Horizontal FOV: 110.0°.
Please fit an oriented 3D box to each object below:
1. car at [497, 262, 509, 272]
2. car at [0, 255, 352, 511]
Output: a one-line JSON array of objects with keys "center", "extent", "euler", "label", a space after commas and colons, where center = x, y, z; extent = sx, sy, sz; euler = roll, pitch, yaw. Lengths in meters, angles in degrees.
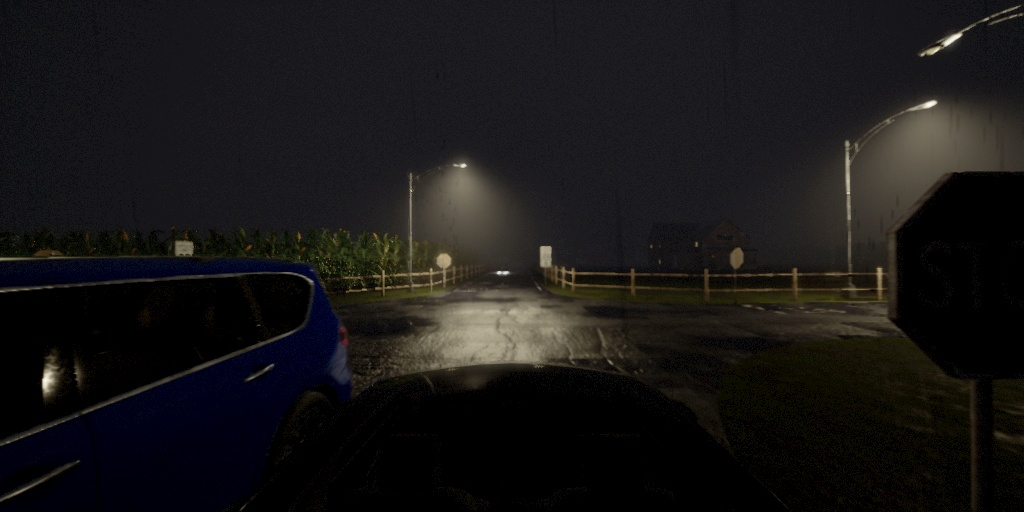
[{"center": [-1.525, 1.839, 60.355], "extent": [2.128, 1.511, 4.902], "euler": [0, 0, 1], "label": "car"}, {"center": [-2.721, 1.009, 1.373], "extent": [2.150, 2.045, 5.566], "euler": [0, 0, 1], "label": "car"}]
